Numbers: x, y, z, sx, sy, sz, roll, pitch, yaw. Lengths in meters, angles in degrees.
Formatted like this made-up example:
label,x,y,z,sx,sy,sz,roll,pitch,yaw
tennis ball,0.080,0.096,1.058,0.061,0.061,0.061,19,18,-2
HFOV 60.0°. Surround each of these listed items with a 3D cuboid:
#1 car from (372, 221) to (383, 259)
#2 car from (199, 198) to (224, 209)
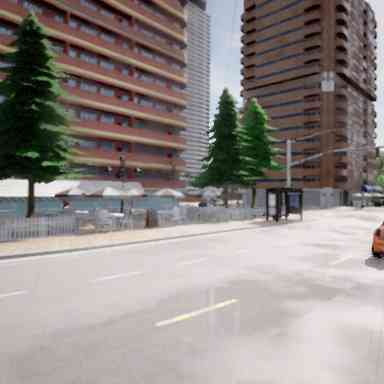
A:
label,x,y,z,sx,sy,sz,roll,pitch,yaw
car,8.448,1.508,12.488,2.097,1.767,4.553,0,-1,43
car,3.254,2.047,55.028,4.674,1.442,1.812,0,-1,43
